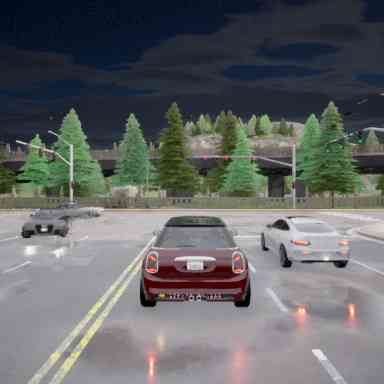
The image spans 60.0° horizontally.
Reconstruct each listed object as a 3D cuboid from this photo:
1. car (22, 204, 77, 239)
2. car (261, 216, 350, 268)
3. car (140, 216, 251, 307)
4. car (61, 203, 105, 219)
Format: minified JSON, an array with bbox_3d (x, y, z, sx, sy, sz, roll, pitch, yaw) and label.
[{"bbox_3d":[-7.387,1.562,17.442,1.994,1.385,4.181,0,0,-15],"label":"car"},{"bbox_3d":[3.595,1.526,11.183,1.812,1.442,4.674,0,0,0],"label":"car"},{"bbox_3d":[0.078,1.352,8.136,2.097,1.767,4.553,0,0,1],"label":"car"},{"bbox_3d":[-9.750,1.547,27.746,4.718,1.301,1.895,0,0,1],"label":"car"}]
